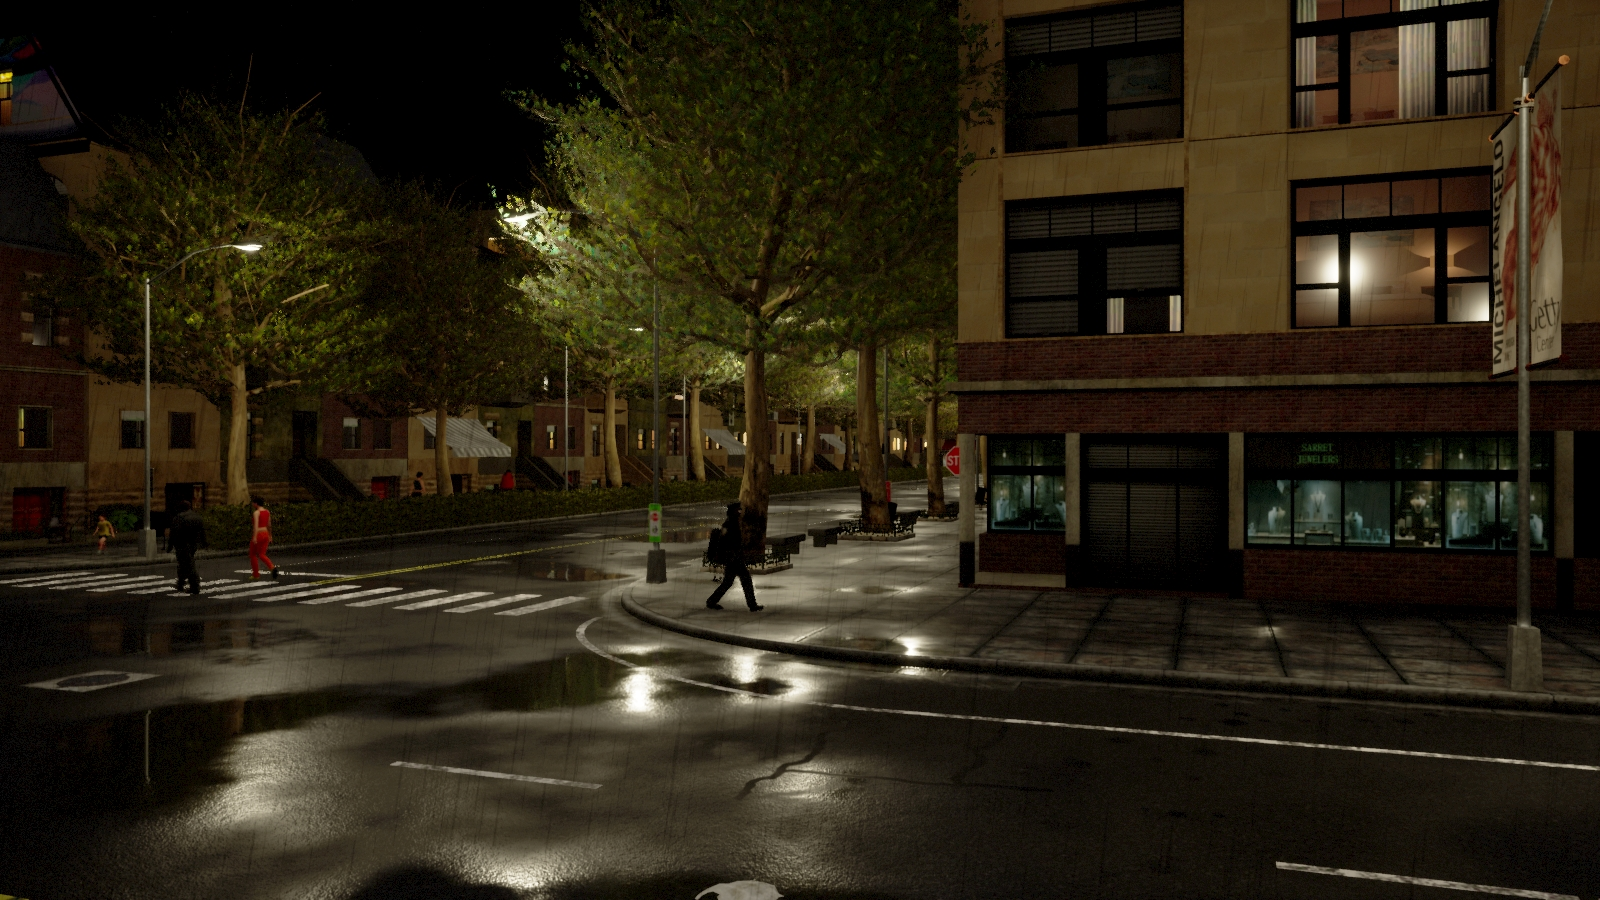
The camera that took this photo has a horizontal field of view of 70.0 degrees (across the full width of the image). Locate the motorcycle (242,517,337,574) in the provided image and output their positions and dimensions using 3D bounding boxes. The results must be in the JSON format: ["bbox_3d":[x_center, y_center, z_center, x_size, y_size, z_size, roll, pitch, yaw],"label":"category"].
[{"bbox_3d":[-11.911,2.213,26.728,0.803,1.145,2.033,0,0,23],"label":"motorcycle"}]

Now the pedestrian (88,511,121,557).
[{"bbox_3d":[-17.281,2.076,28.385,0.500,1.100,0.500,0,0,10],"label":"pedestrian"}]

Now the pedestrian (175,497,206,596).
[{"bbox_3d":[-11.745,1.849,22.015,0.375,1.860,0.375,0,0,19],"label":"pedestrian"}]

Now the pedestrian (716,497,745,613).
[{"bbox_3d":[-1.134,1.699,18.634,0.375,1.860,0.375,0,0,12],"label":"pedestrian"}]

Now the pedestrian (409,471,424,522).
[{"bbox_3d":[-14.097,1.696,41.985,0.375,1.860,0.375,0,0,20],"label":"pedestrian"}]

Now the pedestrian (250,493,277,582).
[{"bbox_3d":[-11.414,1.849,24.310,0.375,1.860,0.375,0,0,17],"label":"pedestrian"}]
